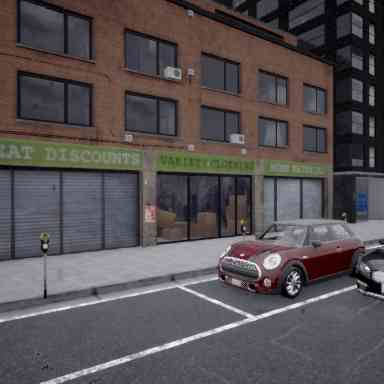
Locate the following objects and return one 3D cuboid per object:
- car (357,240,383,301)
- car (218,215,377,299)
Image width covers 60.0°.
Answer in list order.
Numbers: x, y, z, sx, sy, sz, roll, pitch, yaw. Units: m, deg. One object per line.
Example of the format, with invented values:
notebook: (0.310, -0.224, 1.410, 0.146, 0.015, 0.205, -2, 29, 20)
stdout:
car: (5.568, 1.491, 7.378, 4.902, 1.511, 2.128, 0, 0, -36)
car: (2.584, 1.440, 8.400, 4.097, 1.590, 1.967, 0, 0, -36)
